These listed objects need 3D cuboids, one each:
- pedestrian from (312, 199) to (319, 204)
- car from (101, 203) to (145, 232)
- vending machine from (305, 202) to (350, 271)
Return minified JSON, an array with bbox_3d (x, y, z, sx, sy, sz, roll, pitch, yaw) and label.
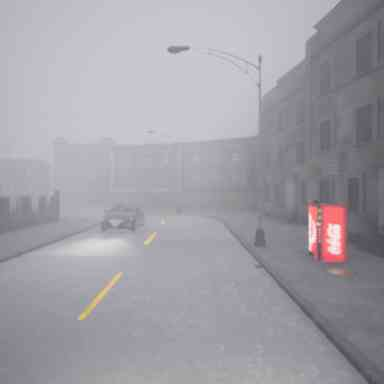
[{"bbox_3d":[4.296,1.157,11.581,0.375,1.860,0.375,0,0,0],"label":"pedestrian"},{"bbox_3d":[-3.936,1.435,19.643,2.128,1.511,4.902,0,0,1],"label":"car"},{"bbox_3d":[4.303,1.384,10.637,1.100,2.100,0.880,0,0,0],"label":"vending machine"}]
